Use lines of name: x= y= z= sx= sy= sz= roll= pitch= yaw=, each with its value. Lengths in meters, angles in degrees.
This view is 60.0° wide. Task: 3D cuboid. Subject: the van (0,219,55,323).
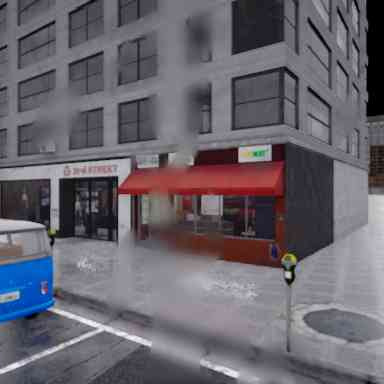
van: x=-4.251 y=1.353 z=6.107 sx=3.998 sy=1.788 sz=1.690 roll=0 pitch=0 yaw=35
